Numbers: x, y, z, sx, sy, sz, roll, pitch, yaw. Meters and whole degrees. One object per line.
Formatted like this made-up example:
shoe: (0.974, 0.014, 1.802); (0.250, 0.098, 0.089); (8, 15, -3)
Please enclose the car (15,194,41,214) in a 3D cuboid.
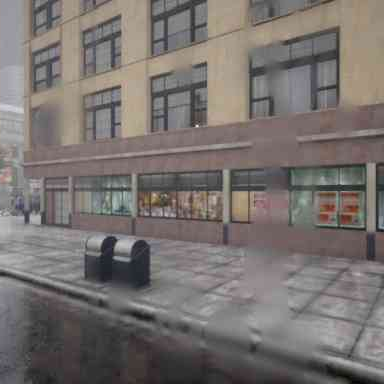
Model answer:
car: (-15.581, 1.219, 35.079); (2.150, 2.045, 5.566); (0, 0, 37)
